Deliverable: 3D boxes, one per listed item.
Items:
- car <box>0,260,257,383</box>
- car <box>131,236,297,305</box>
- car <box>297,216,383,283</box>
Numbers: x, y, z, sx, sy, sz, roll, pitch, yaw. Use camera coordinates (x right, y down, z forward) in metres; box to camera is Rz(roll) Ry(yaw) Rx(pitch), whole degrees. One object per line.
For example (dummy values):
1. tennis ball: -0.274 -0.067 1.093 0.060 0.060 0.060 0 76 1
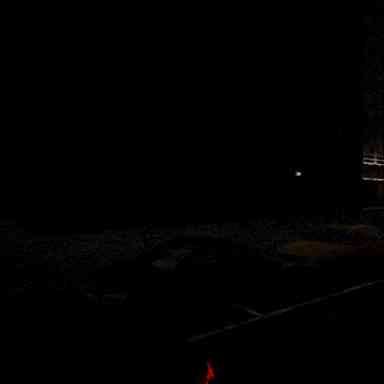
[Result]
1. car: -1.794 1.564 2.102 4.181 1.385 1.994 0 0 -35
2. car: -0.057 1.590 6.602 4.206 1.307 1.802 0 0 -35
3. car: 4.377 1.545 9.752 4.829 1.417 1.752 0 0 -35
